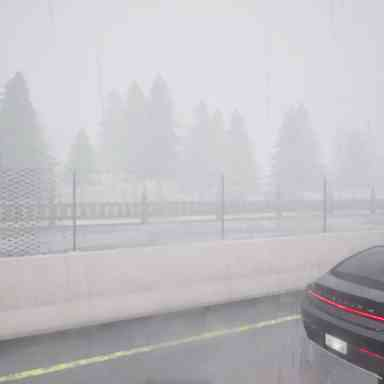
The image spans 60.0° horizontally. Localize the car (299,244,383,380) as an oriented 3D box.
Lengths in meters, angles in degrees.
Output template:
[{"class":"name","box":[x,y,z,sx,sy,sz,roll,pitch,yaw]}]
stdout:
[{"class":"car","box":[3.845,1.517,4.918,4.892,1.490,1.837,0,0,-26]}]
